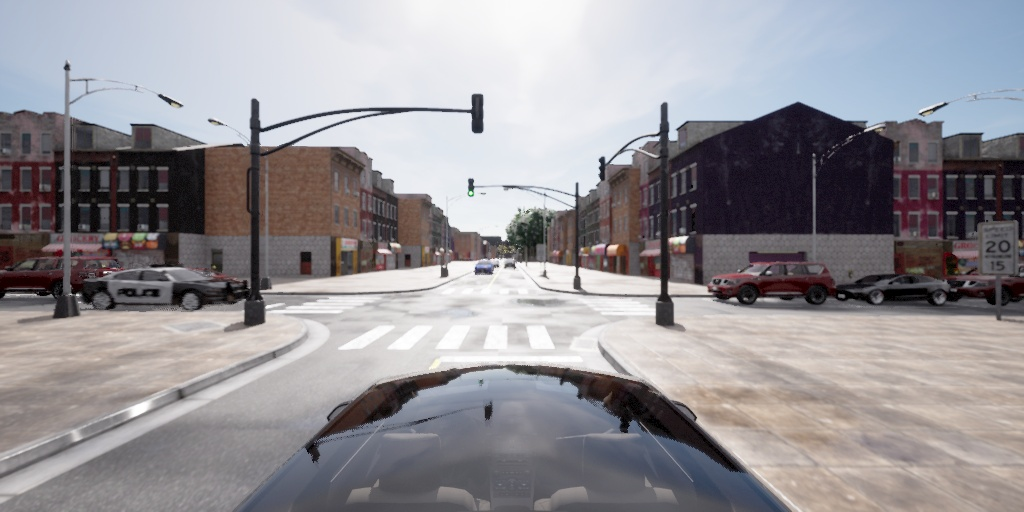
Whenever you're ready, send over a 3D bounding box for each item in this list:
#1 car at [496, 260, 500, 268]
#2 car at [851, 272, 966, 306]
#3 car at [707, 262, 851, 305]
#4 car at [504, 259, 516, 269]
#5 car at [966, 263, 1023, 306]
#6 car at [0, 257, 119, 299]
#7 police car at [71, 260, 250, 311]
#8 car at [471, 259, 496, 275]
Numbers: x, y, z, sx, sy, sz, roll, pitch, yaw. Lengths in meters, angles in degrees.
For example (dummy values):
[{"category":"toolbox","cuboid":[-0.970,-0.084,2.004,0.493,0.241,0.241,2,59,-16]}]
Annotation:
[{"category":"car","cuboid":[-3.111,1.355,62.318,2.033,1.411,5.357,0,0,0]},{"category":"car","cuboid":[17.051,1.455,16.199,4.313,1.339,1.948,0,0,0]},{"category":"car","cuboid":[11.625,1.163,16.157,5.009,1.841,2.192,0,0,0]},{"category":"car","cuboid":[-0.333,1.325,57.907,1.812,1.442,4.674,0,0,0]},{"category":"car","cuboid":[22.478,1.245,16.241,5.009,1.841,2.192,0,0,0]},{"category":"car","cuboid":[-20.216,0.941,15.912,5.009,1.841,2.192,0,0,0]},{"category":"police car","cuboid":[-12.642,1.099,13.335,5.238,1.638,1.930,0,0,0]},{"category":"car","cuboid":[-3.067,1.248,39.601,1.882,1.535,5.008,0,0,0]}]
